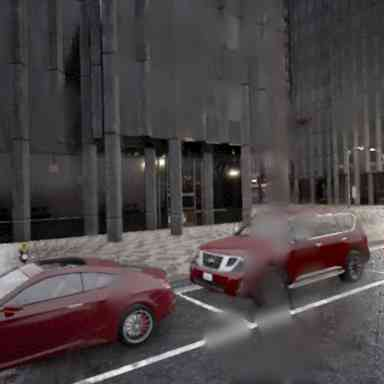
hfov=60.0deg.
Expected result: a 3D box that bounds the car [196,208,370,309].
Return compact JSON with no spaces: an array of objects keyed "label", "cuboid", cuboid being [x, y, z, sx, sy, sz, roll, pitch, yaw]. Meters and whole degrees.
[{"label":"car","cuboid":[2.380,1.370,8.217,5.009,1.841,2.192,-1,-1,-35]}]

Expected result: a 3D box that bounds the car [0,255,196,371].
[{"label":"car","cuboid":[-2.225,1.714,5.007,4.206,1.307,1.802,-1,-1,-35]}]
